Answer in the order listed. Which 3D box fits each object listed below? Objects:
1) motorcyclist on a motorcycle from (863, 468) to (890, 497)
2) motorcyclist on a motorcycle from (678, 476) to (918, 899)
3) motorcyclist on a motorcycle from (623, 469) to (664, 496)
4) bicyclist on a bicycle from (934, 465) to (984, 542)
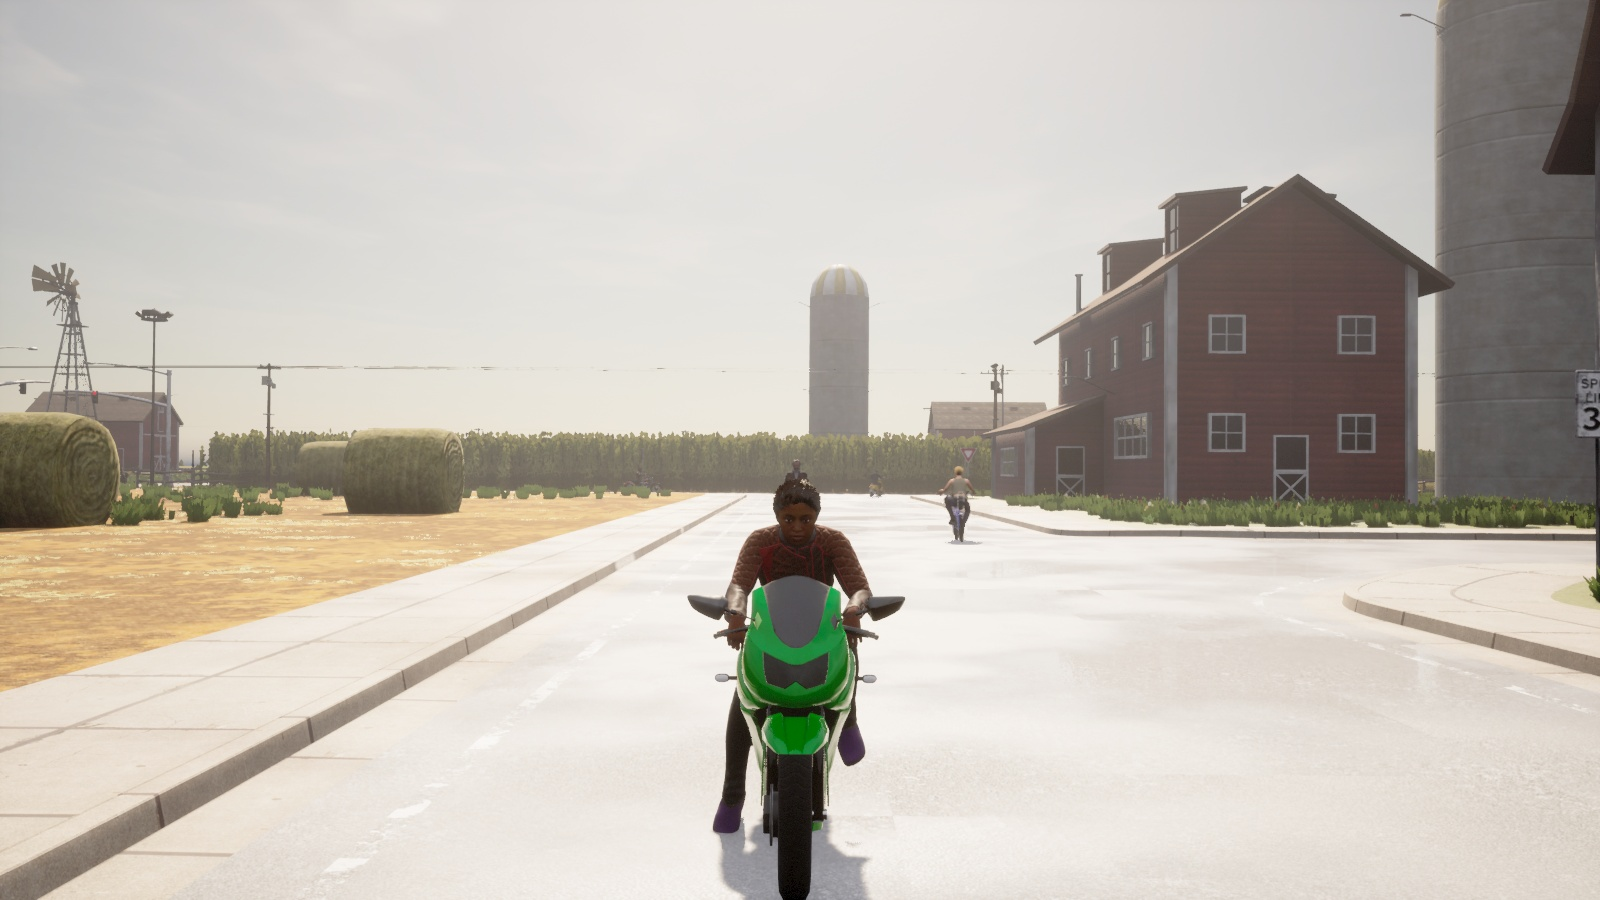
[{"bbox_3d":[4.360,1.852,71.420,0.866,1.590,1.817,2,0,24],"label":"motorcyclist on a motorcycle"},{"bbox_3d":[-0.010,0.878,5.209,0.797,1.523,2.044,0,-1,0],"label":"motorcyclist on a motorcycle"},{"bbox_3d":[-9.469,1.947,75.880,2.350,1.649,0.766,0,-1,1],"label":"motorcyclist on a motorcycle"},{"bbox_3d":[3.417,1.131,27.070,0.866,1.612,1.509,-1,-1,0],"label":"bicyclist on a bicycle"}]
